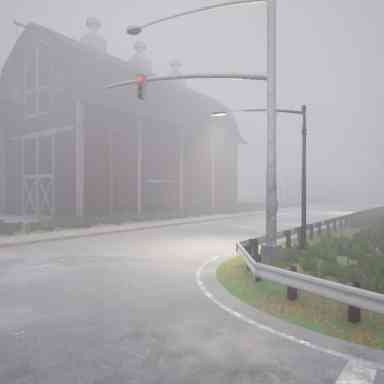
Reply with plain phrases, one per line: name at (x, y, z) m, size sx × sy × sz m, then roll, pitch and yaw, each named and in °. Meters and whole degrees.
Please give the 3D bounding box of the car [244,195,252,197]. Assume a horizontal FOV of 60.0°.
car at (14.842, 1.538, 87.670) m, size 1.784 × 1.438 × 3.905 m, roll 0°, pitch 0°, yaw 36°
